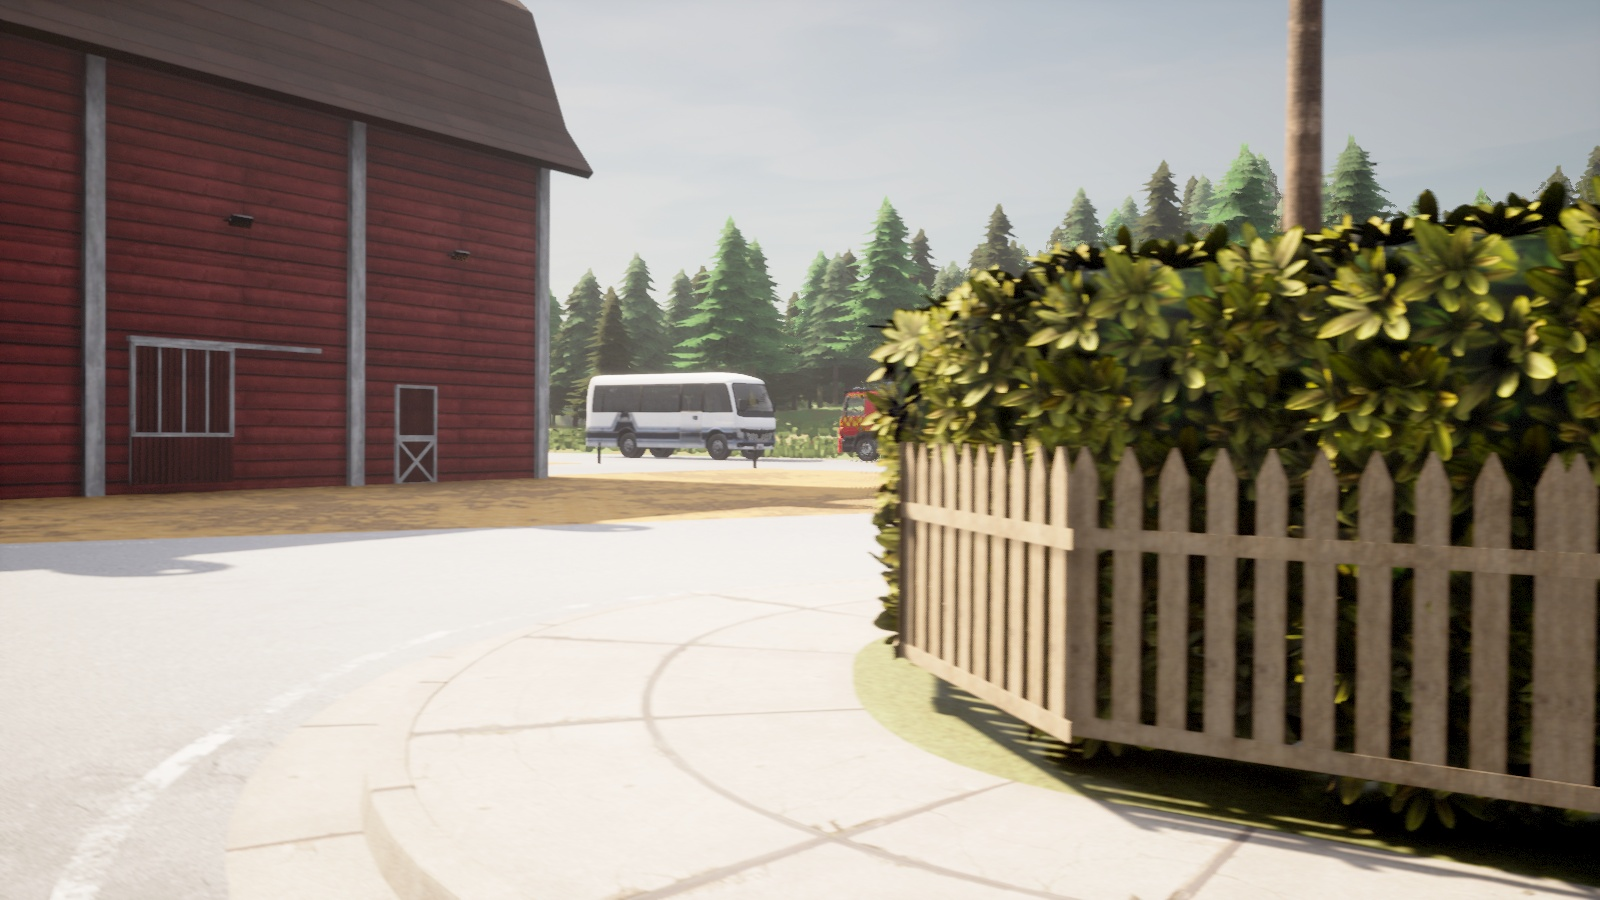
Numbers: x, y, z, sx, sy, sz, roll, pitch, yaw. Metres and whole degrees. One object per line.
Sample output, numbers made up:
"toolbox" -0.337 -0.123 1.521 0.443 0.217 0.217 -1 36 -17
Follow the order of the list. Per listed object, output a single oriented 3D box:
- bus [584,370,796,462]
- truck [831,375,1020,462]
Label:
"bus" -5.586 -1.585 62.503 10.273 4.253 3.944 0 1 34
"truck" 5.815 -1.429 59.045 8.468 3.827 2.891 0 1 34
